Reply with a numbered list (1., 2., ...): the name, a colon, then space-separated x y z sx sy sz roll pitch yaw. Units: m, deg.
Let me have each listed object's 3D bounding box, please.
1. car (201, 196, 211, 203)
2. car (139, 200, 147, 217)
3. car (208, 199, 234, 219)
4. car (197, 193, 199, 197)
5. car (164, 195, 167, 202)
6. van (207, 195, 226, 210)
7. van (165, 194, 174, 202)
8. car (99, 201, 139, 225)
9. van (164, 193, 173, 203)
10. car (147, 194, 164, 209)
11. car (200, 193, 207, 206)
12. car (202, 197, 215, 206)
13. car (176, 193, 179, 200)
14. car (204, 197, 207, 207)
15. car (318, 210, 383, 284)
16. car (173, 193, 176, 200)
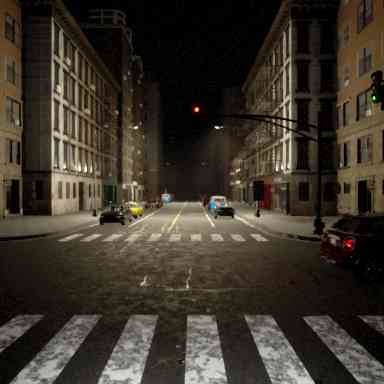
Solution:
1. car: 2.785 1.517 67.161 1.752 1.417 4.829 0 0 0
2. car: -5.337 1.521 28.994 1.752 1.417 4.829 0 0 0
3. car: 2.698 1.546 29.149 2.008 1.369 4.403 0 0 0
4. car: 2.822 1.535 83.211 1.887 1.381 4.507 0 0 0
5. car: -5.313 1.518 50.619 1.752 1.417 4.829 0 0 0
6. van: 2.710 1.336 34.555 1.690 1.788 3.998 0 0 0
7. van: -5.282 1.332 77.820 1.690 1.788 3.998 0 0 0
8. car: -5.342 1.547 23.758 2.008 1.369 4.403 0 0 0
9. van: -5.295 1.333 67.007 1.690 1.788 3.998 0 0 0
10. car: -5.318 1.434 45.383 1.967 1.590 4.097 0 0 0
11. car: 2.748 1.308 50.774 2.192 1.841 5.009 0 0 0
12. car: 2.760 1.559 56.180 1.947 1.339 4.313 0 0 0
13. car: -5.271 1.540 88.632 2.008 1.369 4.403 0 0 0
14. car: 2.723 1.576 39.961 1.802 1.307 4.206 0 0 0
15. car: 5.993 1.387 9.130 4.553 1.767 2.097 0 0 0
16. car: -5.288 1.306 72.413 2.192 1.841 5.009 0 0 0
